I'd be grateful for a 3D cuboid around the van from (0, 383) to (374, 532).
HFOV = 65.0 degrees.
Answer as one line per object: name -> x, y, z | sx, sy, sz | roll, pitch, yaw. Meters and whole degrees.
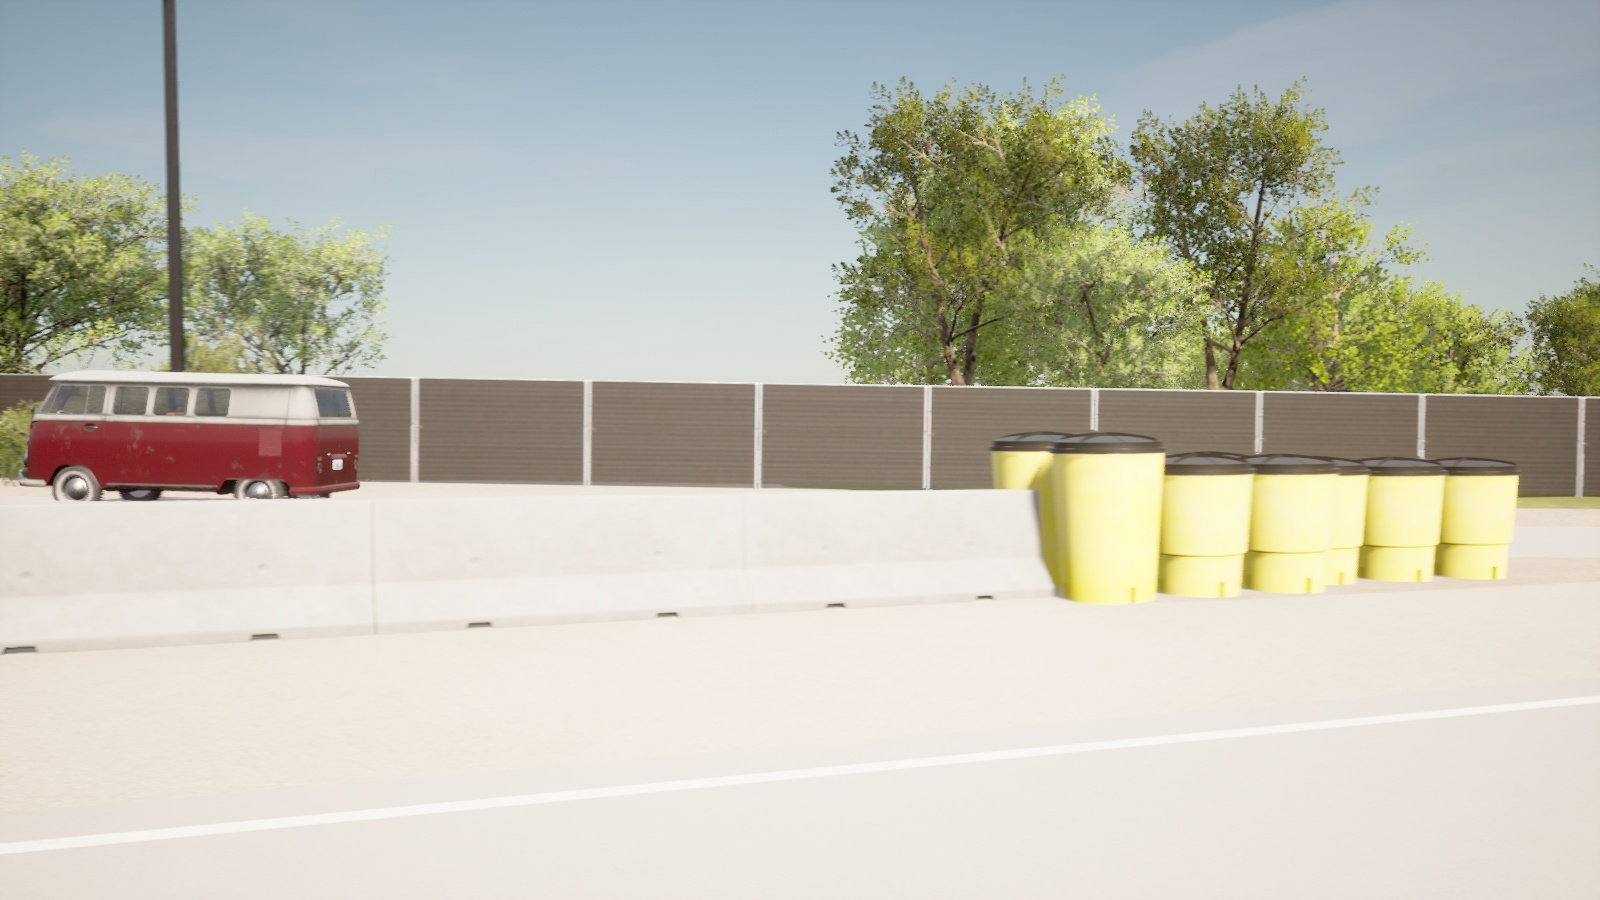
van -> -8.557, 0.079, 17.743 | 4.442, 1.987, 1.775 | 0, 2, 3
